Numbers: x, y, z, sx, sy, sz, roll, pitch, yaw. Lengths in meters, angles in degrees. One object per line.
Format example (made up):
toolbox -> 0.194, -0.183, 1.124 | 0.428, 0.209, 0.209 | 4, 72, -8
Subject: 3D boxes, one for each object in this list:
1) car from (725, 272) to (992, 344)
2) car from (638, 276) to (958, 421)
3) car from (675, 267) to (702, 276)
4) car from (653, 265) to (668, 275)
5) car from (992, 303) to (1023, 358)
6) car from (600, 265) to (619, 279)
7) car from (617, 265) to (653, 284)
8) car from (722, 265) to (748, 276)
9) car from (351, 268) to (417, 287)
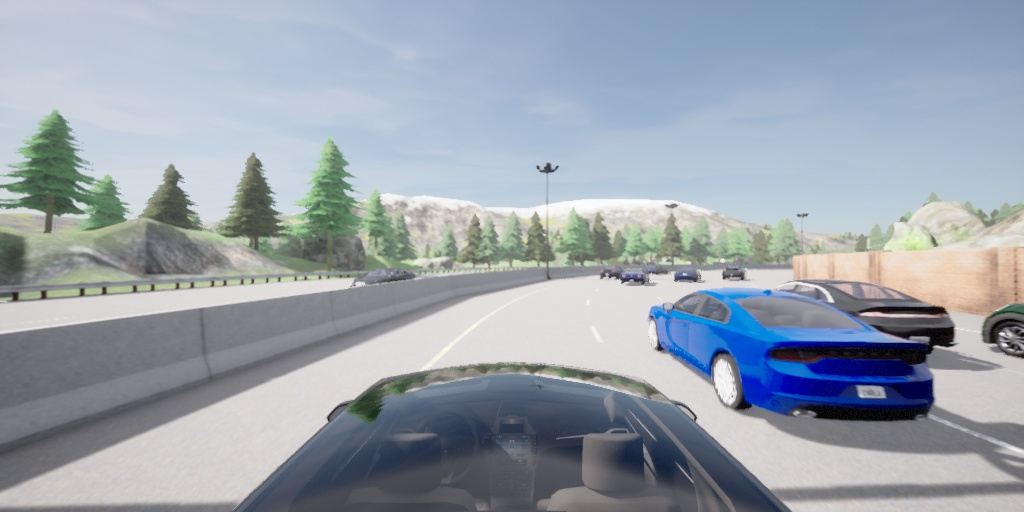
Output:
car -> 7.673, 1.333, 8.909 | 2.128, 1.511, 4.902 | 0, -1, 7
car -> 3.889, 1.283, 6.175 | 1.882, 1.535, 5.008 | 0, -1, 4
car -> 17.094, 1.710, 34.708 | 1.994, 1.385, 4.181 | -1, -1, 34
car -> 19.614, 1.876, 49.022 | 1.994, 1.385, 4.181 | -1, -1, 45
car -> 11.054, 1.159, 5.765 | 2.097, 1.767, 4.553 | 0, -1, 6
car -> 10.646, 1.698, 37.589 | 1.812, 1.442, 4.674 | 0, -1, 31
car -> 10.616, 1.694, 30.679 | 1.895, 1.301, 4.718 | 0, -1, 27
car -> 23.125, 1.671, 37.181 | 2.128, 1.511, 4.902 | -1, -1, 38
car -> -7.729, 1.491, 22.132 | 2.128, 1.511, 4.902 | 0, -1, 15
